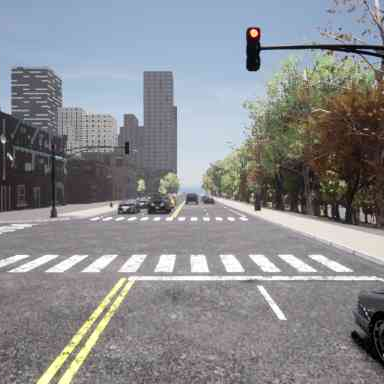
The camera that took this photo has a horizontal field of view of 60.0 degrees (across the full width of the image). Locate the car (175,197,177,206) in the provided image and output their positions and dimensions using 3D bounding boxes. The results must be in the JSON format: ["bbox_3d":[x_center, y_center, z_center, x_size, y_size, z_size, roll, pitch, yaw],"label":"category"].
[{"bbox_3d":[-3.426,1.462,45.907,1.882,1.535,5.008,0,0,0],"label":"car"}]

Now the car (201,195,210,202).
[{"bbox_3d":[3.103,1.447,75.917,1.882,1.535,5.008,0,0,0],"label":"car"}]

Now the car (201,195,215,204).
[{"bbox_3d":[3.231,1.540,63.453,1.994,1.385,4.181,0,0,-1],"label":"car"}]

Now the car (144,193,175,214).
[{"bbox_3d":[-3.422,1.210,35.909,2.150,2.045,5.566,0,0,1],"label":"car"}]

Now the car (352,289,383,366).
[{"bbox_3d":[3.345,1.547,2.571,2.033,1.411,5.357,0,0,0],"label":"car"}]

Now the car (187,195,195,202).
[{"bbox_3d":[-0.151,1.494,75.823,1.812,1.442,4.674,0,0,0],"label":"car"}]

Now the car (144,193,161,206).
[{"bbox_3d":[-6.694,1.201,56.672,2.150,2.045,5.566,0,0,1],"label":"car"}]

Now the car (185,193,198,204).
[{"bbox_3d":[-0.021,1.198,61.483,2.150,2.045,5.566,0,0,0],"label":"car"}]

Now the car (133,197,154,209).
[{"bbox_3d":[-6.675,1.476,45.983,2.128,1.511,4.902,0,0,0],"label":"car"}]

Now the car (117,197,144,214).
[{"bbox_3d":[-6.661,1.481,35.582,2.128,1.511,4.902,0,0,0],"label":"car"}]
